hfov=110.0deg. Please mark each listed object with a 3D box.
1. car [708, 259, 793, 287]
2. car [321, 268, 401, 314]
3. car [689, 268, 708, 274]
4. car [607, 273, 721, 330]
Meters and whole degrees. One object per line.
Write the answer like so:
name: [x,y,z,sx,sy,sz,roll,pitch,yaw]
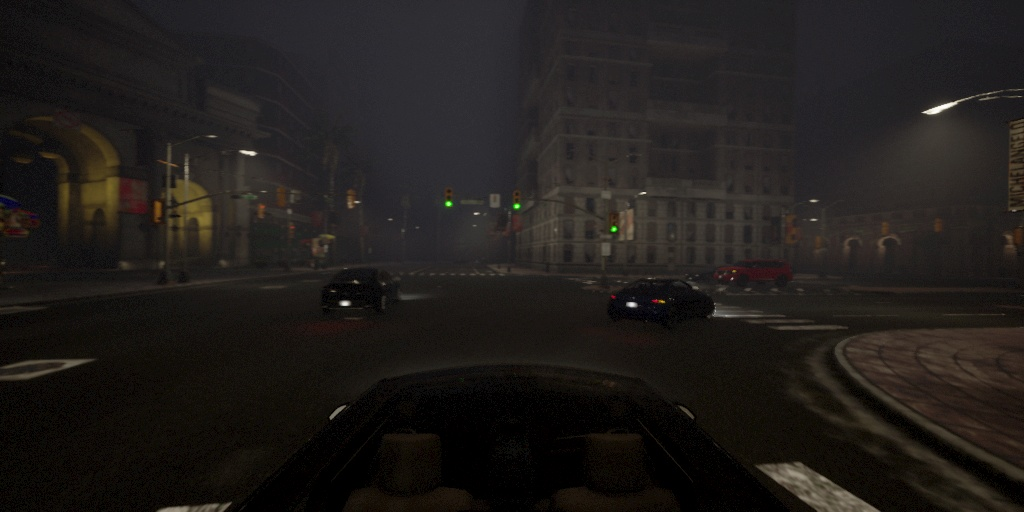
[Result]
car: [18.498,1.263,27.526,5.566,2.045,2.150,1,0,-8]
car: [-5.327,1.164,13.153,1.837,1.490,4.892,1,0,-8]
car: [17.863,1.577,30.973,5.357,1.411,2.033,1,0,-8]
car: [4.910,1.390,11.661,4.181,1.385,1.994,1,0,-43]
